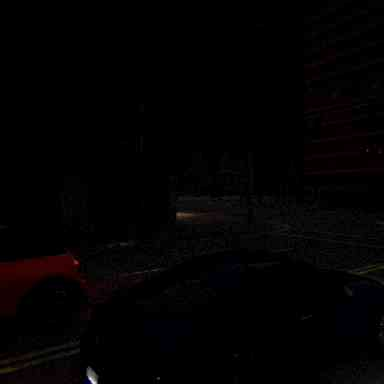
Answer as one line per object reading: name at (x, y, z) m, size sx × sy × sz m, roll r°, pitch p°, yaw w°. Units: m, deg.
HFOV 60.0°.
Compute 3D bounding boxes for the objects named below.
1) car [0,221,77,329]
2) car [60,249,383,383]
car at (-4.141, 1.356, 5.318) m, size 4.553 × 1.767 × 2.097 m, roll 1°, pitch 0°, yaw -35°
car at (0.942, 1.526, 4.440) m, size 4.674 × 1.442 × 1.812 m, roll 0°, pitch 0°, yaw -36°
